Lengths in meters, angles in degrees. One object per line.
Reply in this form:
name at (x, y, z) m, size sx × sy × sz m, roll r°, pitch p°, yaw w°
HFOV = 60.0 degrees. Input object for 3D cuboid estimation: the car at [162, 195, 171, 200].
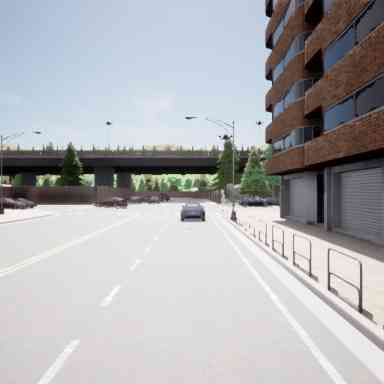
car at (-7.031, 1.552, 92.008) m, size 1.994 × 1.385 × 4.181 m, roll 0°, pitch 0°, yaw 0°

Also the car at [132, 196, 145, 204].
car at (-10.559, 1.525, 62.244) m, size 1.812 × 1.442 × 4.674 m, roll 0°, pitch 0°, yaw 0°

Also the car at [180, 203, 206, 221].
car at (0.083, 1.564, 27.209) m, size 1.994 × 1.385 × 4.181 m, roll 0°, pitch 0°, yaw 0°

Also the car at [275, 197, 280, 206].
car at (12.216, 1.492, 51.147) m, size 5.357 × 1.411 × 2.033 m, roll 0°, pitch 0°, yaw 2°

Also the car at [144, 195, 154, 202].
car at (-10.504, 1.524, 80.682) m, size 1.812 × 1.442 × 4.674 m, roll 0°, pitch 0°, yaw 0°

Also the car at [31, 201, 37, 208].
car at (-22.907, 1.508, 44.067) m, size 4.181 × 1.385 × 1.994 m, roll 0°, pitch 0°, yaw 0°

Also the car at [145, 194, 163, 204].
car at (-7.061, 1.564, 62.841) m, size 1.994 × 1.385 × 4.181 m, roll 0°, pitch 0°, yaw 0°

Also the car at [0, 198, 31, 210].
car at (-22.698, 1.470, 40.567) m, size 4.674 × 1.442 × 1.812 m, roll 0°, pitch 0°, yaw 0°

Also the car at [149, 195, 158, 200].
car at (-10.522, 1.524, 91.007) m, size 1.812 × 1.442 × 4.674 m, roll 0°, pitch 0°, yaw 0°

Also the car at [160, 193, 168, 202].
car at (-7.004, 1.540, 72.070) m, size 2.033 × 1.411 × 5.357 m, roll 0°, pitch 0°, yaw 0°

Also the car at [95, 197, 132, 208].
car at (-11.389, 1.467, 46.546) m, size 5.008 × 1.535 × 1.882 m, roll 0°, pitch -1°, yaw 27°

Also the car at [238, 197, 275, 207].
car at (9.038, 1.545, 47.799) m, size 4.718 × 1.301 × 1.895 m, roll 0°, pitch 0°, yaw 1°

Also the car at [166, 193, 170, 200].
car at (-7.004, 1.225, 82.165) m, size 2.150 × 2.045 × 5.566 m, roll 0°, pitch 0°, yaw 0°
